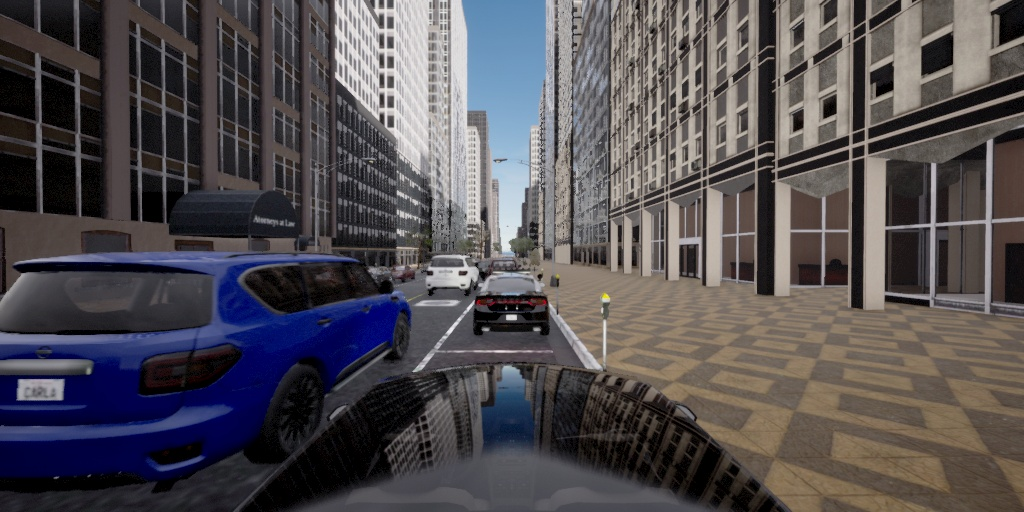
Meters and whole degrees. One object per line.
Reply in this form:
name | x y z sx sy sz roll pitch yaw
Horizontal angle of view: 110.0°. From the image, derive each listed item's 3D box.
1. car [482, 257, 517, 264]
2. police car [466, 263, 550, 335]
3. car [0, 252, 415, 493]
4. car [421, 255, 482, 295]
car | -0.457 1.061 22.523 2.192 1.841 5.009 0 0 0
police car | -0.012 1.173 10.612 1.930 1.638 5.238 0 0 0
car | -3.145 0.973 5.073 2.150 2.045 5.566 0 0 0
car | -3.108 0.970 19.627 2.150 2.045 5.566 0 0 1
